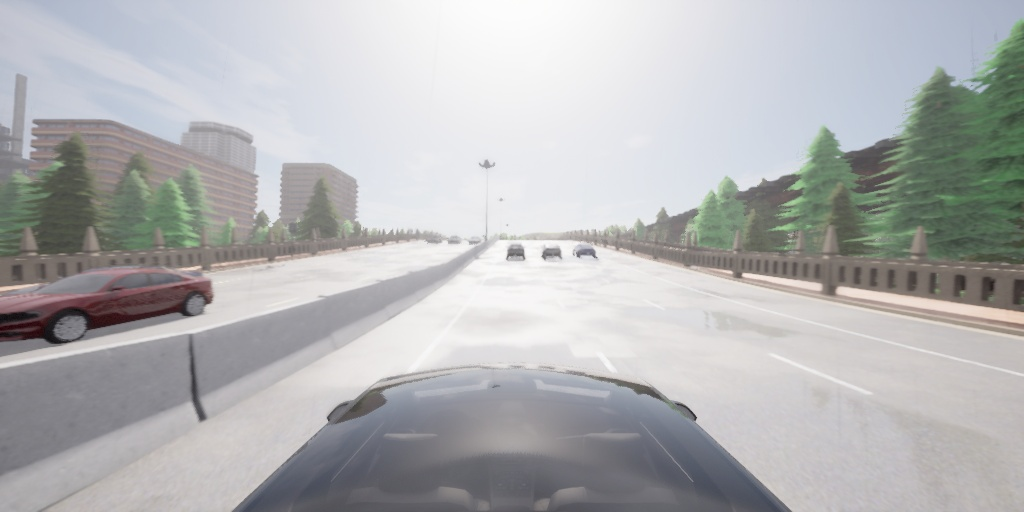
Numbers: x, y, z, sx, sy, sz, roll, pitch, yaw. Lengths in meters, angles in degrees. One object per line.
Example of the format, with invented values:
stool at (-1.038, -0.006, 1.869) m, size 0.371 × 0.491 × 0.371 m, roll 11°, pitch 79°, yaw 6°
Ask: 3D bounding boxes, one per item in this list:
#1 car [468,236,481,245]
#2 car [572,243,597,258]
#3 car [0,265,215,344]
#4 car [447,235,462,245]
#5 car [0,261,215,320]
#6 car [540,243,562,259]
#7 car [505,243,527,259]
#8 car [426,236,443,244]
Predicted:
car at (-6.403, -2.727, 61.923) m, size 2.033 × 1.411 × 5.357 m, roll 0°, pitch 5°, yaw 1°
car at (7.410, -0.609, 36.950) m, size 1.812 × 1.442 × 4.674 m, roll 0°, pitch 5°, yaw 1°
car at (-10.541, 1.095, 9.441) m, size 1.882 × 1.535 × 5.008 m, roll 0°, pitch 1°, yaw 1°
car at (-9.908, -2.803, 62.038) m, size 1.837 × 1.490 × 4.892 m, roll 1°, pitch 5°, yaw 1°
car at (-14.001, 1.037, 12.954) m, size 2.033 × 1.411 × 5.357 m, roll 0°, pitch 2°, yaw 1°
car at (3.893, -0.582, 36.001) m, size 2.128 × 1.511 × 4.902 m, roll 0°, pitch 5°, yaw 1°
car at (0.394, -0.596, 36.103) m, size 1.837 × 1.490 × 4.892 m, roll 0°, pitch 5°, yaw 1°
car at (-13.398, -2.721, 62.019) m, size 1.895 × 1.301 × 4.718 m, roll 0°, pitch 5°, yaw 1°
